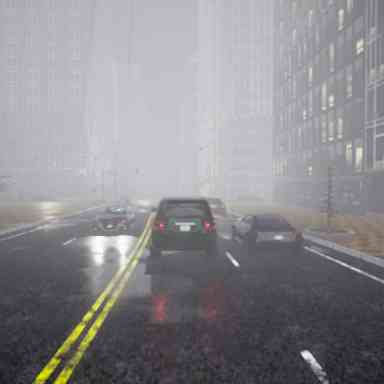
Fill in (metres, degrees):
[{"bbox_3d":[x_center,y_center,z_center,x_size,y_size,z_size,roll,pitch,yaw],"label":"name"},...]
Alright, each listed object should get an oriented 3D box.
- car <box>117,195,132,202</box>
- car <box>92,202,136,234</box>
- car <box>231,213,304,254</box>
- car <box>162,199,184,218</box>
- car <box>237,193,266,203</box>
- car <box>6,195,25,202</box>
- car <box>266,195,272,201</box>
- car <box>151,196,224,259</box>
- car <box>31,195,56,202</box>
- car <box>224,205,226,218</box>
[{"bbox_3d":[-10.378,1.283,51.366,2.128,1.511,4.902,0,0,-5],"label":"car"},{"bbox_3d":[-4.237,1.496,18.544,1.994,1.385,4.181,0,0,-5],"label":"car"},{"bbox_3d":[2.824,1.502,13.252,1.994,1.385,4.181,0,0,-3],"label":"car"},{"bbox_3d":[-1.803,1.400,30.163,1.812,1.442,4.674,0,0,-5],"label":"car"},{"bbox_3d":[11.222,1.202,64.982,5.009,1.841,2.192,0,1,-4],"label":"car"},{"bbox_3d":[-33.267,1.202,61.625,4.206,1.307,1.802,0,1,-4],"label":"car"},{"bbox_3d":[16.062,1.274,73.741,4.829,1.417,1.752,0,1,-4],"label":"car"},{"bbox_3d":[-0.370,1.169,12.634,2.150,2.045,5.566,0,0,-3],"label":"car"},{"bbox_3d":[-27.594,1.221,62.004,4.313,1.339,1.947,0,1,-4],"label":"car"},{"bbox_3d":[1.569,1.223,28.910,2.097,1.767,4.553,0,0,-5],"label":"car"}]
